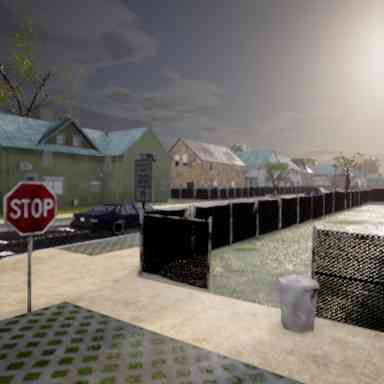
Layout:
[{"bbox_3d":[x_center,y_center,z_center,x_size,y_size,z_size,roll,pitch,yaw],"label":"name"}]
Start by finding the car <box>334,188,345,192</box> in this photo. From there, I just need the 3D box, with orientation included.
[{"bbox_3d":[21.010,0.169,48.096,1.994,1.385,4.181,1,2,37],"label":"car"}]

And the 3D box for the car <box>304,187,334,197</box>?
[{"bbox_3d":[15.233,0.176,40.286,2.097,1.767,4.553,1,2,37],"label":"car"}]

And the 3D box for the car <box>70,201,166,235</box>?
[{"bbox_3d":[-3.077,1.125,15.895,2.033,1.411,5.357,1,2,37],"label":"car"}]
